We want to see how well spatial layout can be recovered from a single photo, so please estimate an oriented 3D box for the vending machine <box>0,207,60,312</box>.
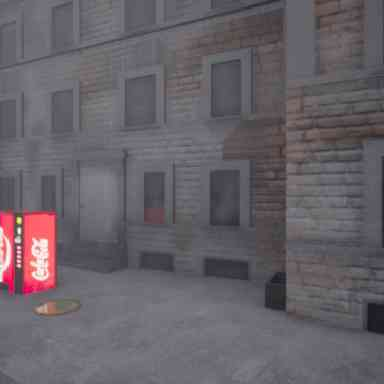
[{"bbox_3d":[-3.728,1.415,7.510,0.880,2.100,1.100,0,0,35],"label":"vending machine"}]
